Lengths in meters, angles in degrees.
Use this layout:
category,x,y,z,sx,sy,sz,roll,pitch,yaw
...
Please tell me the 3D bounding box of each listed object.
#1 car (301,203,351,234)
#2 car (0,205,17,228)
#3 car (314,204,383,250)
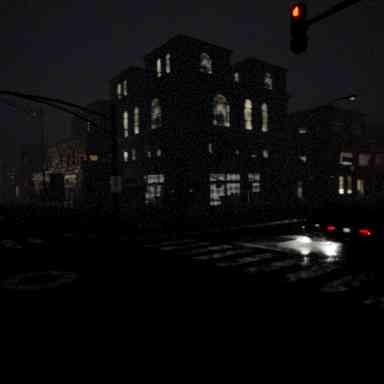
category,x,y,z,sx,sy,sz,roll,pitch,yaw
car,7.028,1.230,15.708,4.181,1.385,1.994,-2,1,-38
car,-11.678,1.426,19.746,1.947,1.339,4.313,-1,1,-39
car,7.188,1.248,12.213,5.357,1.411,2.033,-1,1,-32
